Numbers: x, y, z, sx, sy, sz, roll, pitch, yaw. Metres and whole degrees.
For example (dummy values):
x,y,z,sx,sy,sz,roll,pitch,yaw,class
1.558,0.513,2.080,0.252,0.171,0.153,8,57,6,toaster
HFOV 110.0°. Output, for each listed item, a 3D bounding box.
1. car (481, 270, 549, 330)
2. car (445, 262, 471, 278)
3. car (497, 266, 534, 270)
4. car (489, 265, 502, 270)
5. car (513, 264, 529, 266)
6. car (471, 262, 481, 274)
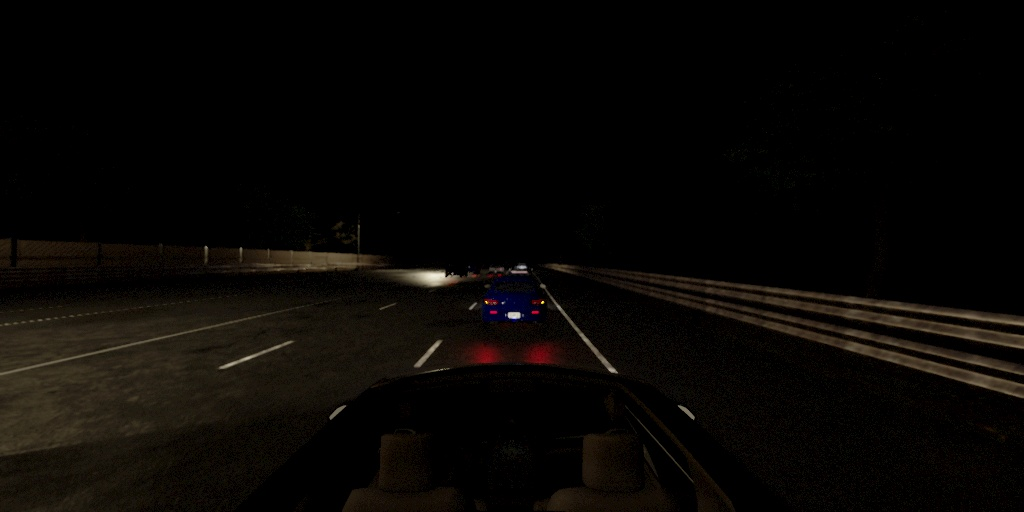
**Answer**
x,y,z,sx,sy,sz,roll,pitch,yaw,class
0.097,1.318,11.170,1.812,1.442,4.674,0,0,1,car
-5.945,1.577,38.760,1.837,1.490,4.892,0,-1,2,car
0.344,1.466,20.958,1.895,1.301,4.718,0,-1,2,car
-2.098,1.857,50.220,1.895,1.301,4.718,0,-1,2,car
0.726,1.444,29.234,2.128,1.511,4.902,0,-1,2,car
-5.612,1.587,49.800,2.097,1.767,4.553,0,-1,2,car
